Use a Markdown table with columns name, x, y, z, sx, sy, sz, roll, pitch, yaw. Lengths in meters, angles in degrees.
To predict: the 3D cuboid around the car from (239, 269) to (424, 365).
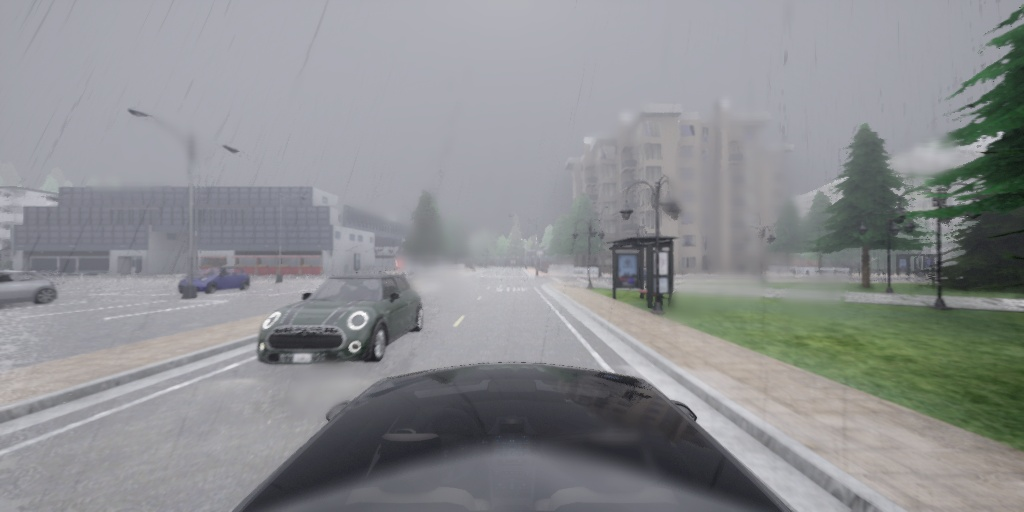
| name | x | y | z | sx | sy | sz | roll | pitch | yaw |
| --- | --- | --- | --- | --- | --- | --- | --- | --- | --- |
| car | -3.573 | 1.201 | 8.396 | 2.097 | 1.767 | 4.553 | 0 | -1 | 0 |

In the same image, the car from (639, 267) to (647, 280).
| name | x | y | z | sx | sy | sz | roll | pitch | yaw |
| --- | --- | --- | --- | --- | --- | --- | --- | --- | --- |
| car | 13.104 | 1.740 | 34.493 | 4.674 | 1.442 | 1.812 | 0 | -1 | -1 |
